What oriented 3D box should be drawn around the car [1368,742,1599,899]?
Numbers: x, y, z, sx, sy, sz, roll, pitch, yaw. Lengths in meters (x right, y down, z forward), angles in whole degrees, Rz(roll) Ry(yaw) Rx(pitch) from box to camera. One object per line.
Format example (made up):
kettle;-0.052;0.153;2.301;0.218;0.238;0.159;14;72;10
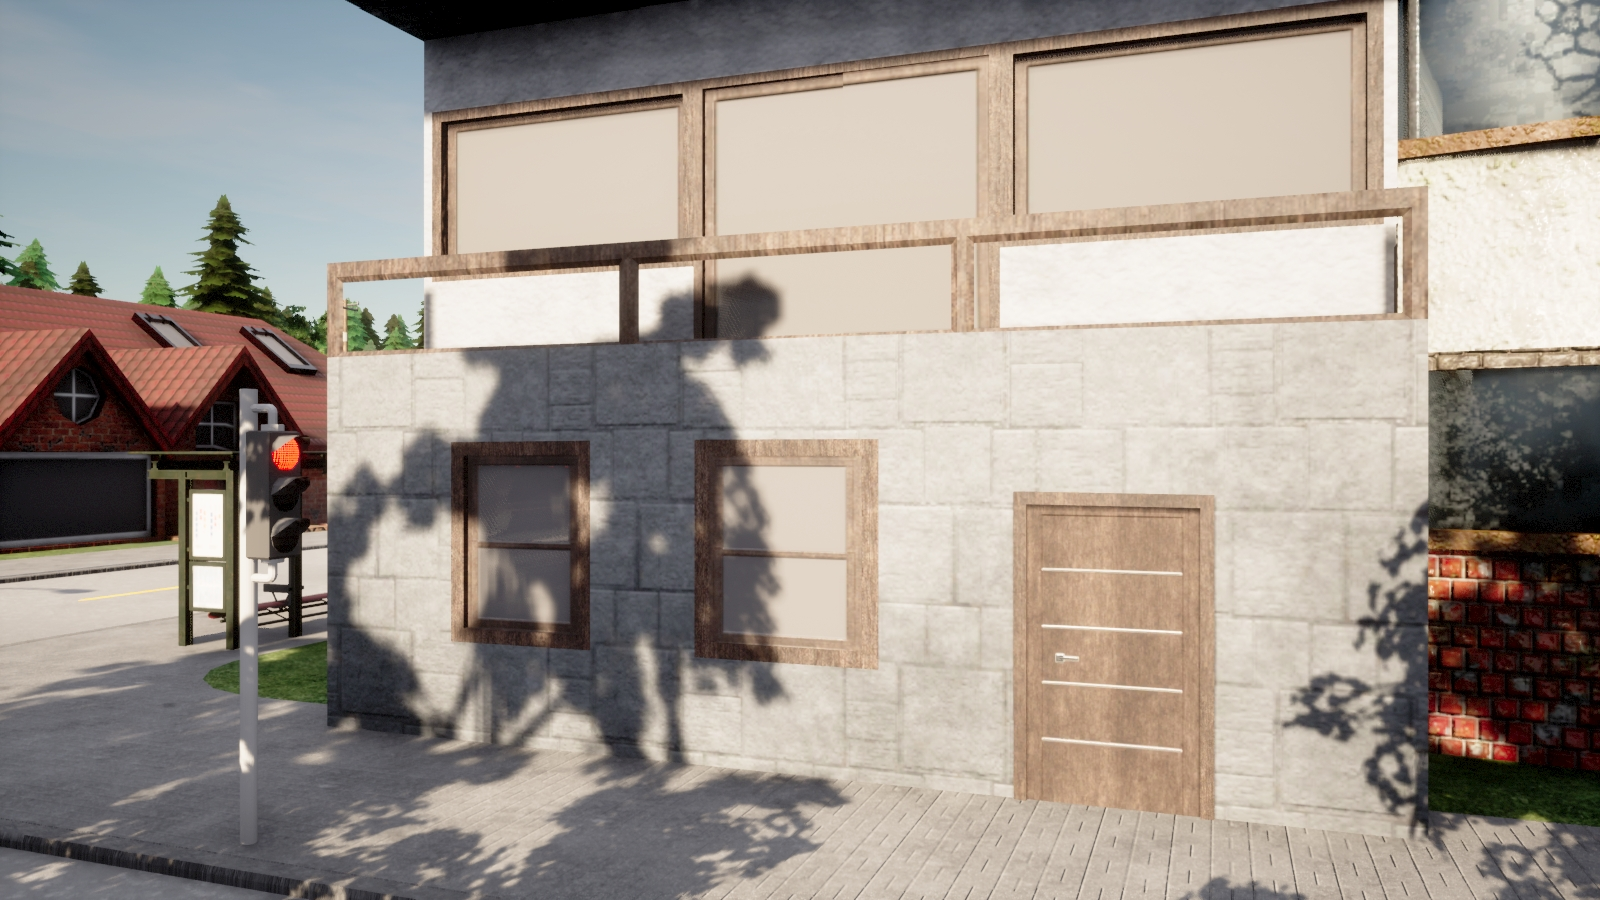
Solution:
car;3.429;1.806;2.544;3.705;1.549;1.789;0;0;20
